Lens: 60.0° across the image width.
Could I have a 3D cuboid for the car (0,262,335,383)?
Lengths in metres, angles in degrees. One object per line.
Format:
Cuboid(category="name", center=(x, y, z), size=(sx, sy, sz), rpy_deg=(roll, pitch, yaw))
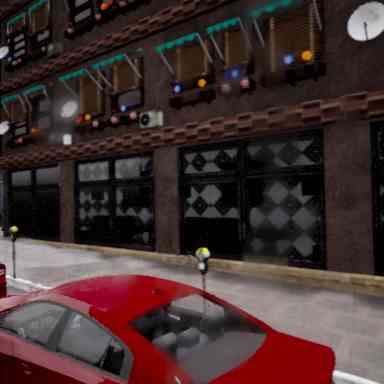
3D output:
Cuboid(category="car", center=(-0.913, 1.549, 3.396), size=(4.507, 1.381, 1.887), rpy_deg=(0, -1, 36))
